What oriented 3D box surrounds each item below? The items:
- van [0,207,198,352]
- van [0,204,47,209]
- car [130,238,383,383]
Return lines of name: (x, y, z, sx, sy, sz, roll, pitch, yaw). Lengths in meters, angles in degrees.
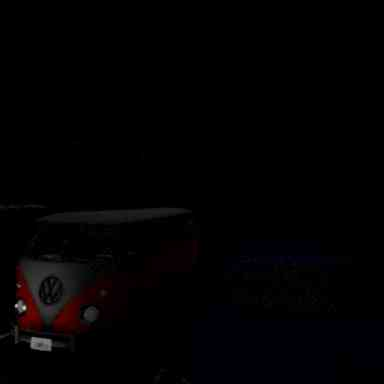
van: (-1.228, 1.296, 6.165, 1.878, 1.987, 4.442, 0, -1, 15)
van: (-6.137, 1.349, 9.658, 1.878, 1.987, 4.442, 0, -1, 15)
car: (1.248, 1.497, 4.529, 2.097, 1.535, 5.008, 0, -1, 16)
